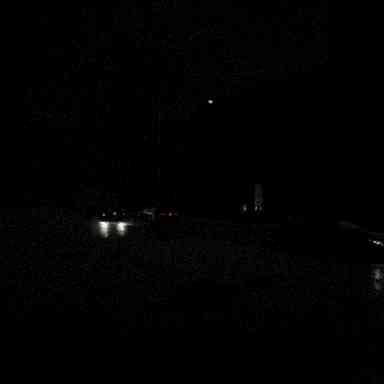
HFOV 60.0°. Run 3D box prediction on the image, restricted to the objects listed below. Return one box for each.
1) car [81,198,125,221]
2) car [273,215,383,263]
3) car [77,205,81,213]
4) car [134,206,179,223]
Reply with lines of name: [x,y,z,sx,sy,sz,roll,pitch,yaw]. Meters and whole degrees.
car: [-8.412,1.619,31.776,2.150,2.045,5.566,2,-2,-35]
car: [5.178,1.600,12.466,1.812,1.442,4.674,2,-2,-35]
car: [-14.081,2.201,44.920,1.837,1.490,4.892,2,-2,-35]
car: [-3.226,1.932,29.515,2.033,1.411,5.357,2,-2,-35]
